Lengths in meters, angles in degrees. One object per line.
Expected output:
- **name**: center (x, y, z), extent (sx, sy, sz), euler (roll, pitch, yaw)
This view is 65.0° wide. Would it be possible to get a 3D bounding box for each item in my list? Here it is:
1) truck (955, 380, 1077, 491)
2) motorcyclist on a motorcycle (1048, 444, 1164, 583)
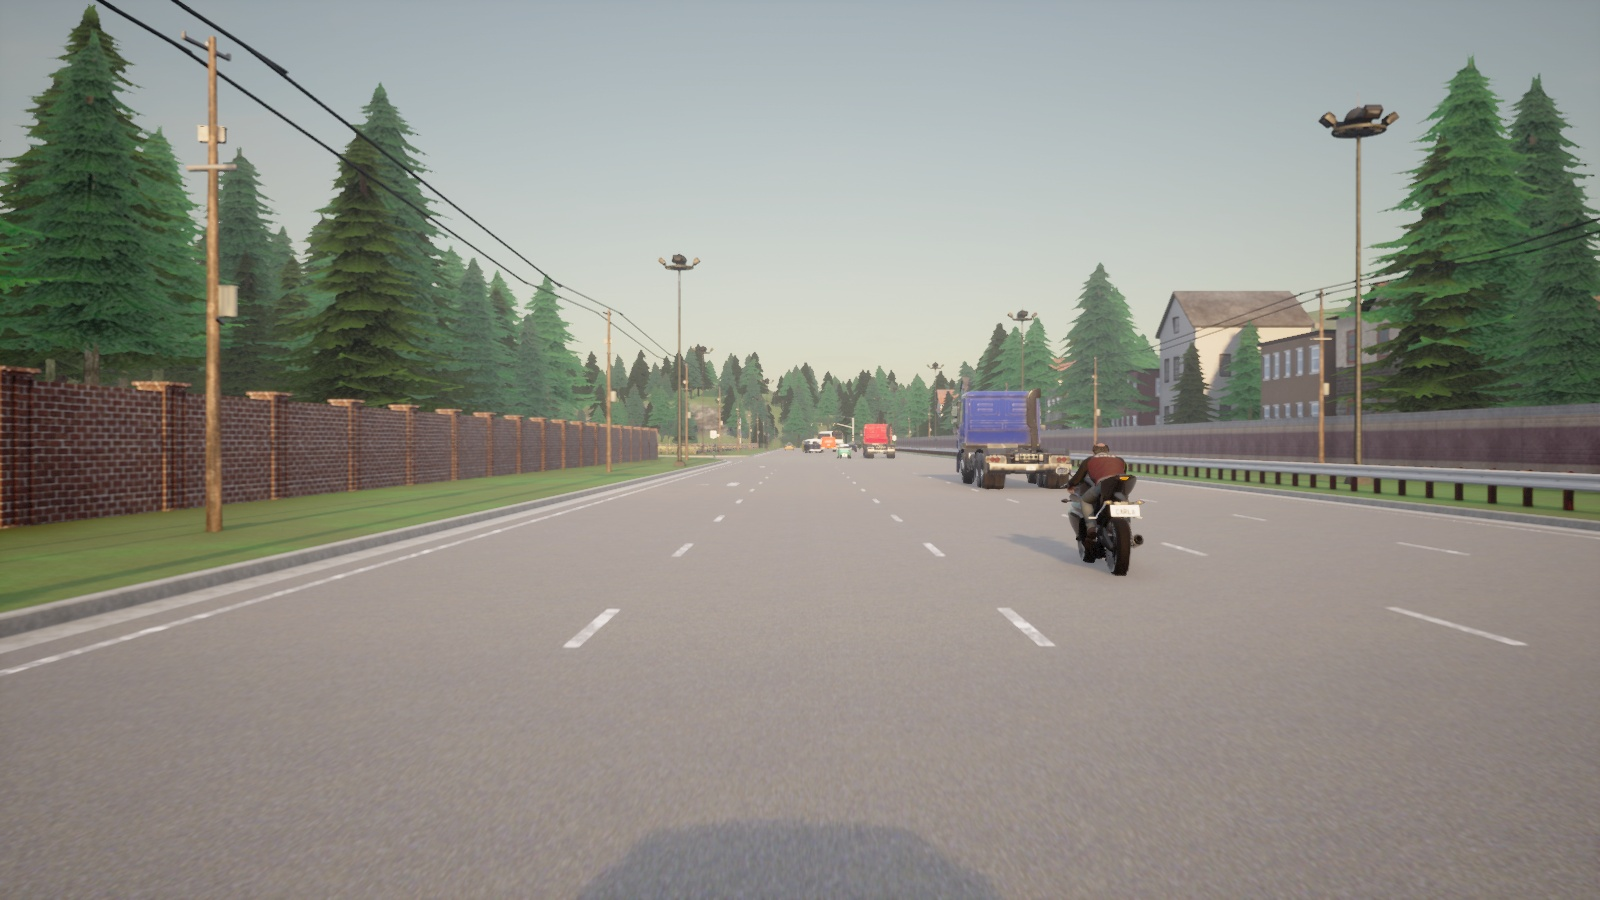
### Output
- **truck**: center (7.264, -0.474, 43.364), extent (2.891, 3.462, 7.936), euler (0, 0, 0)
- **motorcyclist on a motorcycle**: center (3.601, 0.700, 14.982), extent (0.866, 1.530, 2.191), euler (0, 0, 0)
